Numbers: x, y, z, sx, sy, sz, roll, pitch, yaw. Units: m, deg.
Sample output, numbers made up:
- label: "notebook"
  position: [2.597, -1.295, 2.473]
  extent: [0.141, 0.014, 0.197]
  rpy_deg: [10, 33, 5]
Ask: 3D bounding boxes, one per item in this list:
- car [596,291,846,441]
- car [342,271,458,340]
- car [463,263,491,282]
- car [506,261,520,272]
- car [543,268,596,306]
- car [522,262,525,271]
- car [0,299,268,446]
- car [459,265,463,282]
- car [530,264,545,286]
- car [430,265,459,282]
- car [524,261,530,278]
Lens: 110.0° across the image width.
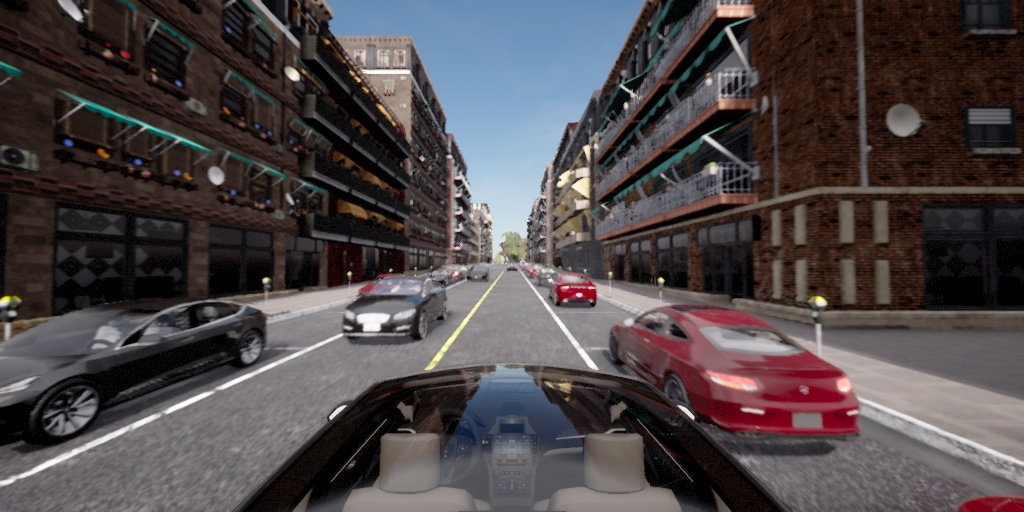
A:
- label: "car"
  position: [2.694, 1.373, 5.347]
  extent: [1.802, 1.307, 4.207]
  rpy_deg: [0, 0, 0]
- label: "car"
  position: [-3.087, 1.339, 10.378]
  extent: [2.128, 1.511, 4.902]
  rpy_deg: [0, -1, 0]
- label: "car"
  position: [-3.048, 1.582, 33.298]
  extent: [1.882, 1.535, 5.008]
  rpy_deg: [0, -1, 0]
- label: "car"
  position: [0.009, 2.025, 61.223]
  extent: [1.895, 1.301, 4.718]
  rpy_deg: [0, -1, 0]
- label: "car"
  position: [2.692, 1.463, 16.668]
  extent: [1.888, 1.381, 4.507]
  rpy_deg: [0, 0, 0]
- label: "car"
  position: [2.697, 1.789, 44.973]
  extent: [2.007, 1.370, 4.403]
  rpy_deg: [0, 0, 0]
- label: "car"
  position: [-5.692, 1.356, 5.391]
  extent: [1.948, 1.339, 4.313]
  rpy_deg: [0, 0, 0]
- label: "car"
  position: [-5.686, 1.549, 33.694]
  extent: [1.967, 1.591, 4.097]
  rpy_deg: [0, 0, 0]
- label: "car"
  position: [2.694, 1.596, 27.990]
  extent: [2.007, 1.370, 4.403]
  rpy_deg: [0, 0, 0]
- label: "car"
  position: [-5.687, 1.611, 28.032]
  extent: [1.948, 1.339, 4.313]
  rpy_deg: [0, 0, 0]
- label: "car"
  position: [2.696, 1.613, 39.312]
  extent: [1.967, 1.591, 4.097]
  rpy_deg: [0, 0, 0]
